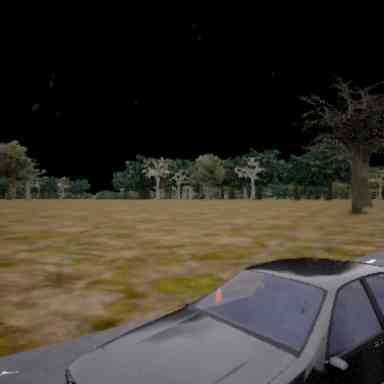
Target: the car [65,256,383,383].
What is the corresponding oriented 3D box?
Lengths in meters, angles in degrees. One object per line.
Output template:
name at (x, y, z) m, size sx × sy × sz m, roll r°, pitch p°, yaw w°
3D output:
car at (1.356, 1.568, 3.933) m, size 5.357 × 1.411 × 2.033 m, roll 0°, pitch 0°, yaw -38°
